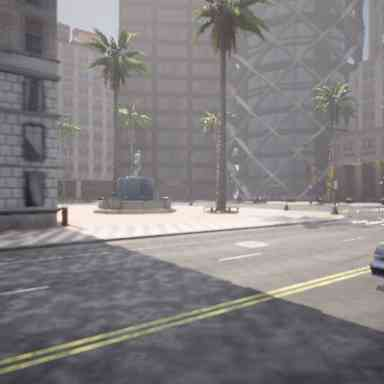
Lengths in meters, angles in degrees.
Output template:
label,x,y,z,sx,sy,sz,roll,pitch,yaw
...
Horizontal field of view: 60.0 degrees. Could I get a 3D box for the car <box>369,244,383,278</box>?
label,x,y,z,sx,sy,sz,roll,pitch,yaw
car,6.730,1.546,8.614,5.357,1.411,2.033,0,0,-35

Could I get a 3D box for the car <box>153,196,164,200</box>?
label,x,y,z,sx,sy,sz,roll,pitch,yaw
car,-7.423,1.348,55.500,4.553,1.767,2.097,0,0,8

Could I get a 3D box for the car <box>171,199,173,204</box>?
label,x,y,z,sx,sy,sz,roll,pitch,yaw
car,-5.790,1.474,58.762,5.008,1.535,1.882,0,0,10
